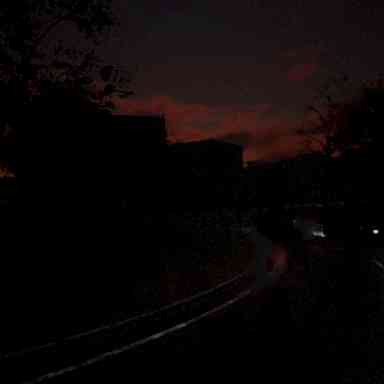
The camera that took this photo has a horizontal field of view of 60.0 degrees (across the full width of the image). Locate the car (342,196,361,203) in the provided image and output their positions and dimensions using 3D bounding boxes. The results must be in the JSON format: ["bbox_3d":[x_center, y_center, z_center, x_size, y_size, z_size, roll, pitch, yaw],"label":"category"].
[{"bbox_3d":[38.030,1.908,79.069,1.837,1.490,4.892,-1,0,41],"label":"car"}]

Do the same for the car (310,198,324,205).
[{"bbox_3d":[26.754,2.073,70.937,1.882,1.535,5.008,-1,0,41],"label":"car"}]

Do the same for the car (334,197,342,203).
[{"bbox_3d":[37.076,1.900,82.941,1.882,1.535,5.008,-1,0,41],"label":"car"}]

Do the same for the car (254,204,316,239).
[{"bbox_3d":[5.336,1.744,20.079,2.097,1.767,4.553,0,-1,-7],"label":"car"}]

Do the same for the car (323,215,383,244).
[{"bbox_3d":[8.779,1.914,17.992,1.994,1.385,4.181,0,-1,-1],"label":"car"}]
